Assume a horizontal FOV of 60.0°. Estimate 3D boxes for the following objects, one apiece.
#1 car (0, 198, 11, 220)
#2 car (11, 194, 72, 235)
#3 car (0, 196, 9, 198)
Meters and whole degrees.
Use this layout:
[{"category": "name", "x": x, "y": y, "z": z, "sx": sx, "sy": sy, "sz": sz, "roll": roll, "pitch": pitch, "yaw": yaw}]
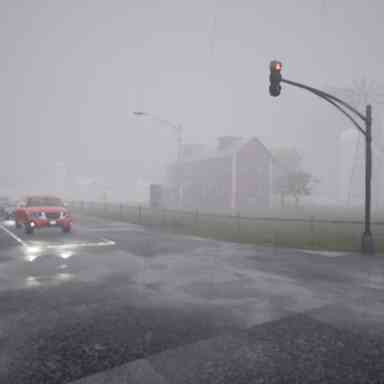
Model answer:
[{"category": "car", "x": -14.566, "y": 1.463, "z": 27.395, "sx": 2.033, "sy": 1.411, "sz": 5.357, "roll": 2, "pitch": -1, "yaw": -36}, {"category": "car", "x": -8.606, "y": 1.184, "z": 19.055, "sx": 2.150, "sy": 2.045, "sz": 5.566, "roll": 2, "pitch": -1, "yaw": -35}, {"category": "car", "x": -20.451, "y": 1.223, "z": 35.672, "sx": 2.097, "sy": 1.767, "sz": 4.553, "roll": 2, "pitch": -1, "yaw": -35}]
